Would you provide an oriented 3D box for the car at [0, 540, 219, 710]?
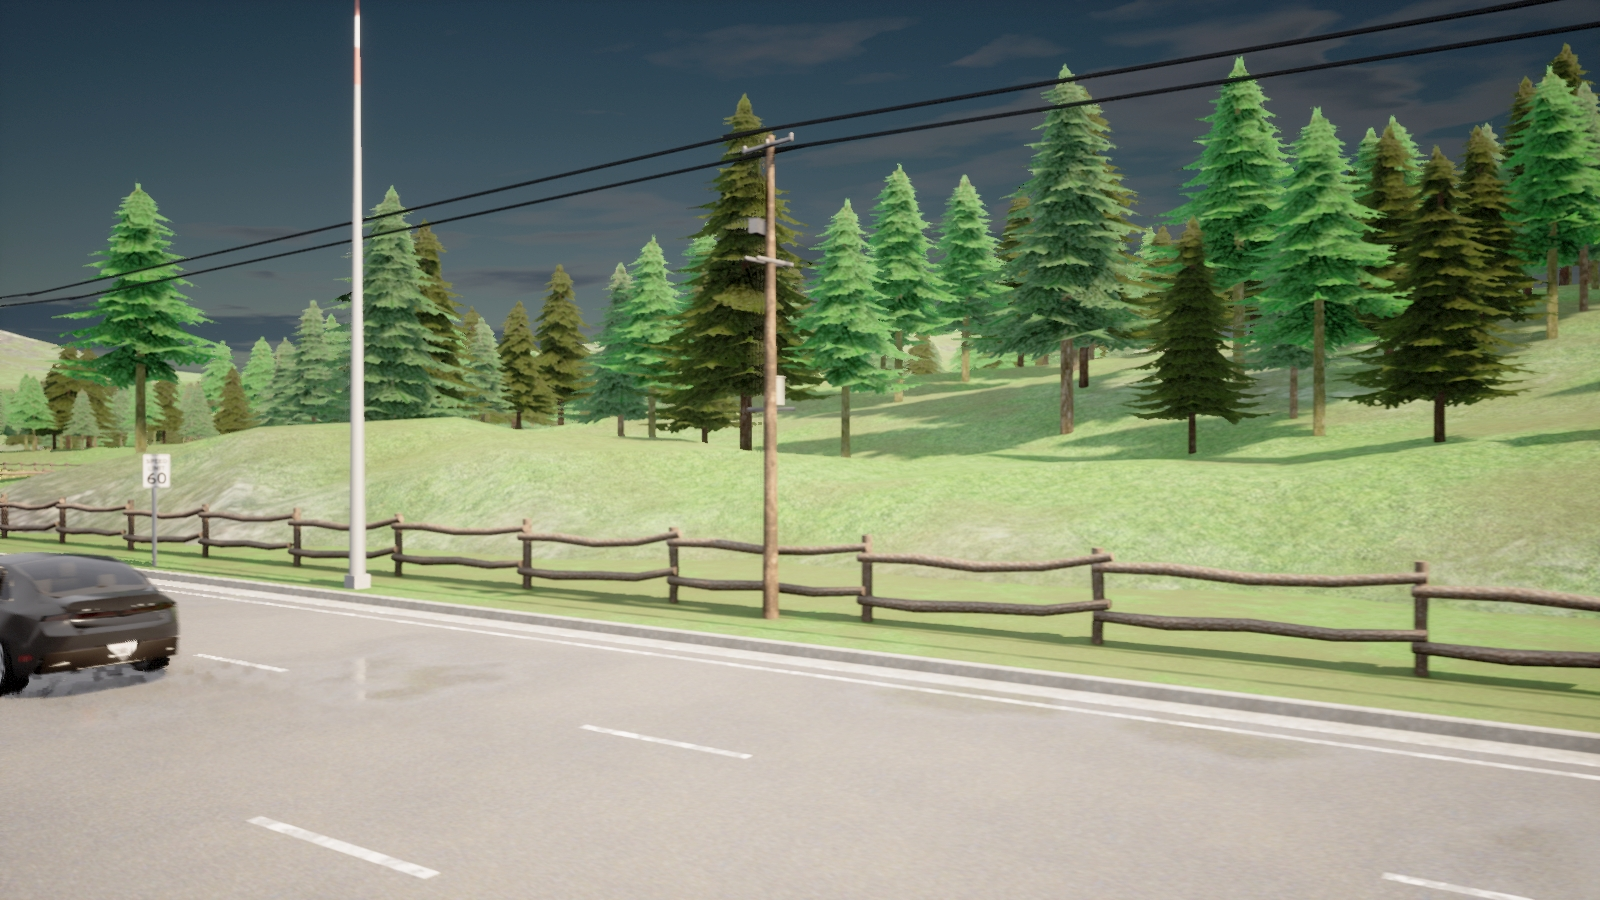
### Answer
[{"bbox_3d":[-9.847,2.066,14.598,4.892,1.480,2.231,0,0,34],"label":"car"}]
